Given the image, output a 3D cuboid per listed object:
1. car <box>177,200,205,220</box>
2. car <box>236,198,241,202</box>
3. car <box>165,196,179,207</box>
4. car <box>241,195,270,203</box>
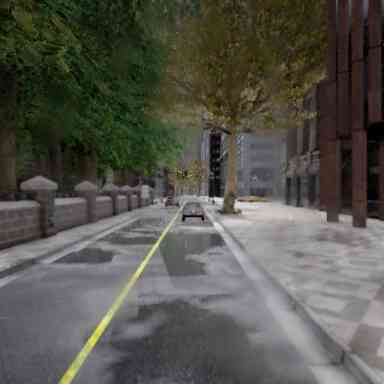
[{"bbox_3d":[0.101,1.560,27.814,2.033,1.411,5.357,0,0,0],"label":"car"},{"bbox_3d":[12.037,1.423,72.026,4.829,1.417,1.752,-1,1,0],"label":"car"},{"bbox_3d":[-3.007,1.416,51.467,2.097,1.767,4.553,0,0,0],"label":"car"},{"bbox_3d":[12.354,1.420,63.500,4.829,1.417,1.752,-1,1,0],"label":"car"}]
